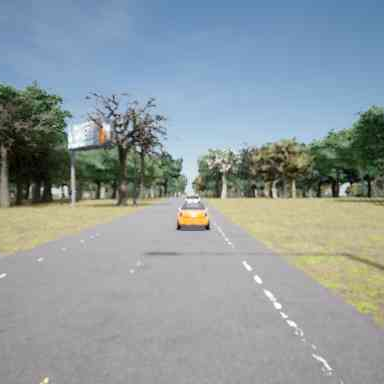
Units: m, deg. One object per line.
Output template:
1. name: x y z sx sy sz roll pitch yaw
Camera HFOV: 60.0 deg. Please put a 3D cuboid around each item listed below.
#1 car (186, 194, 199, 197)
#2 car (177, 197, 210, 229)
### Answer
1. car: 0.086 1.312 42.752 2.150 2.045 5.566 0 0 0
2. car: 0.090 1.483 22.892 2.097 1.767 4.553 0 0 0
